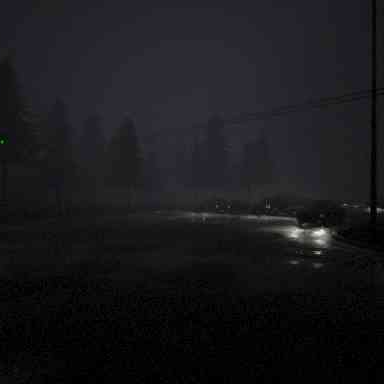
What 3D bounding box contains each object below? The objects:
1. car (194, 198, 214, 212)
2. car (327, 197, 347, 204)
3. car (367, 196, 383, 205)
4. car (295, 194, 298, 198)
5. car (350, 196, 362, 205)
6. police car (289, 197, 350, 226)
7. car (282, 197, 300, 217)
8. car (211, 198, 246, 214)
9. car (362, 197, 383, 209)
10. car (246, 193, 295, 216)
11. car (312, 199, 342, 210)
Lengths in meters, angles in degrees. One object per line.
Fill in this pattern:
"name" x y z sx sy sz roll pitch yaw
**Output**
"car" 2.350 1.381 36.869 1.882 1.535 5.008 0 1 44
"car" 27.227 1.538 62.485 1.895 1.301 4.718 0 0 44
"car" 32.202 1.519 57.562 2.033 1.411 5.357 0 0 44
"car" 14.769 1.412 44.696 1.882 1.535 5.008 0 0 44
"car" 29.345 1.433 59.648 1.882 1.535 5.008 0 0 44
"police car" 9.036 1.398 23.215 1.930 1.638 5.238 0 0 42
"car" 10.316 1.483 30.013 1.812 1.442 4.674 0 0 44
"car" 4.456 1.521 34.008 1.895 1.301 4.718 0 0 44
"car" 25.343 1.542 45.553 1.994 1.385 4.181 0 0 44
"car" 7.691 1.292 32.330 2.097 1.767 4.553 0 0 44
"car" 17.103 1.552 42.080 1.895 1.301 4.718 0 0 44
